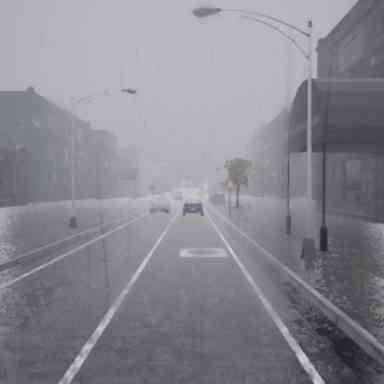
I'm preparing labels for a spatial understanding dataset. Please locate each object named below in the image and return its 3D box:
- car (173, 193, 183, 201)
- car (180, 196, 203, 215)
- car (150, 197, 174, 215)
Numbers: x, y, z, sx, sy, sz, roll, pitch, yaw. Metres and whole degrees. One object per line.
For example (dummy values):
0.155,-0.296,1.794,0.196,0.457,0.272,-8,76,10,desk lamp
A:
-3.024,1.086,73.800,2.097,1.767,4.553,0,0,0,car
0.089,1.420,32.923,1.882,1.535,5.008,0,0,0,car
-3.103,1.466,33.218,1.812,1.442,4.674,0,0,0,car
